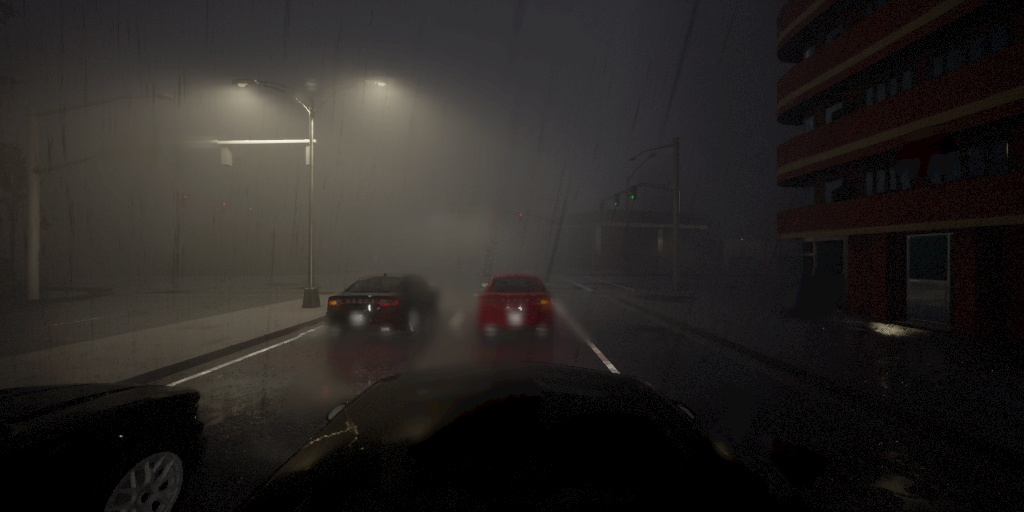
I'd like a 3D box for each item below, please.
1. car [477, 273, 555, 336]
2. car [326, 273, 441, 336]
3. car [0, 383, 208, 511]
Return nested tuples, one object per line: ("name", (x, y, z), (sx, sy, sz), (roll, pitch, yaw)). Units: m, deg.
("car", (0.121, 1.228, 10.421), (1.882, 1.535, 5.008), (0, 0, 1))
("car", (-3.384, 1.228, 10.411), (1.882, 1.535, 5.008), (0, 0, 0))
("car", (-3.409, 1.228, 0.838), (1.882, 1.535, 5.008), (0, 0, 0))
